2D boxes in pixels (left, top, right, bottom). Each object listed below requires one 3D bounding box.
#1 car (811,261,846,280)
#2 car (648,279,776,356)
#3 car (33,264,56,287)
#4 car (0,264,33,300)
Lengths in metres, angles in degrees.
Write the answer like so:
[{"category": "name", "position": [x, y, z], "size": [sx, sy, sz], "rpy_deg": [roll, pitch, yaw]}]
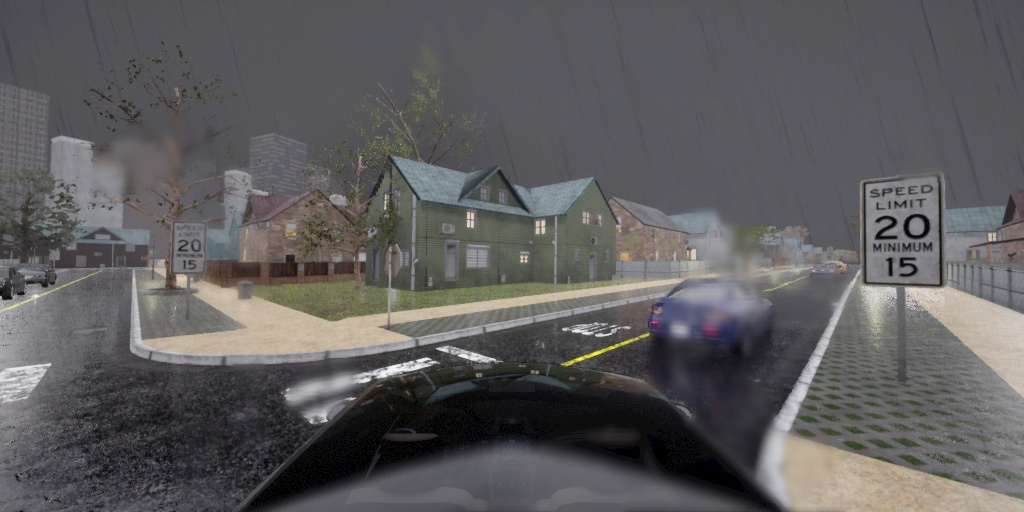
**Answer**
[{"category": "car", "position": [27.673, 1.304, 31.561], "size": [5.357, 1.411, 2.033], "rpy_deg": [0, 0, -45]}, {"category": "car", "position": [4.905, 1.273, 8.637], "size": [1.812, 1.442, 4.674], "rpy_deg": [-1, 0, 45]}, {"category": "car", "position": [-31.947, 1.259, 23.772], "size": [4.902, 1.511, 2.128], "rpy_deg": [0, -2, 43]}, {"category": "car", "position": [-24.617, 1.240, 16.814], "size": [4.892, 1.490, 1.837], "rpy_deg": [0, -2, 43]}]
